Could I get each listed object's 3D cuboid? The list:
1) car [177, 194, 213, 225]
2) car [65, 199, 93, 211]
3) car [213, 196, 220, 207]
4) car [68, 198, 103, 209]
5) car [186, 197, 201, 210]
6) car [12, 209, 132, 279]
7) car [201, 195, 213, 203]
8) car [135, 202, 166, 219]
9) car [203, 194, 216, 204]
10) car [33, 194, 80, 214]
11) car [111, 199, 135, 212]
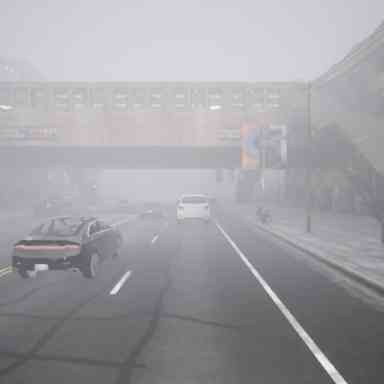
[{"bbox_3d":[0.105,1.189,24.039,2.150,2.045,5.566,0,0,0],"label":"car"},{"bbox_3d":[-13.585,1.542,40.302,1.895,1.301,4.718,0,0,0],"label":"car"},{"bbox_3d":[3.152,1.414,51.519,2.231,1.521,4.892,0,0,10],"label":"car"},{"bbox_3d":[-10.577,1.557,33.872,1.895,1.301,4.718,0,0,0],"label":"car"},{"bbox_3d":[0.200,1.449,43.388,1.837,1.490,4.892,0,0,0],"label":"car"},{"bbox_3d":[-3.397,1.478,9.926,2.128,1.511,4.902,0,0,0],"label":"car"},{"bbox_3d":[3.059,1.391,68.720,2.097,1.535,5.008,0,0,0],"label":"car"},{"bbox_3d":[-3.396,1.526,28.967,1.994,1.385,4.181,0,0,0],"label":"car"},{"bbox_3d":[3.195,1.274,62.295,2.185,1.767,4.553,0,0,0],"label":"car"},{"bbox_3d":[-13.545,1.186,32.905,2.435,2.045,5.566,0,0,0],"label":"car"},{"bbox_3d":[-7.069,1.480,34.649,1.812,1.442,4.674,0,0,0],"label":"car"}]
